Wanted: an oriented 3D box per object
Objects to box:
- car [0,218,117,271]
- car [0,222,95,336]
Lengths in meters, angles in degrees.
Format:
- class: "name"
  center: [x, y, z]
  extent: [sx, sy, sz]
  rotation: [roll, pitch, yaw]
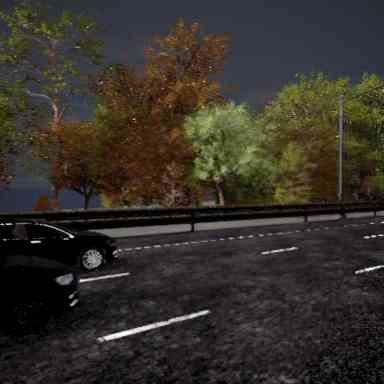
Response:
- class: "car"
  center: [-4.499, 1.476, 9.119]
  extent: [4.892, 1.490, 1.837]
  rotation: [0, 0, -35]
- class: "car"
  center: [-4.270, 1.469, 4.989]
  extent: [4.902, 1.511, 2.128]
  rotation: [0, 0, -35]
